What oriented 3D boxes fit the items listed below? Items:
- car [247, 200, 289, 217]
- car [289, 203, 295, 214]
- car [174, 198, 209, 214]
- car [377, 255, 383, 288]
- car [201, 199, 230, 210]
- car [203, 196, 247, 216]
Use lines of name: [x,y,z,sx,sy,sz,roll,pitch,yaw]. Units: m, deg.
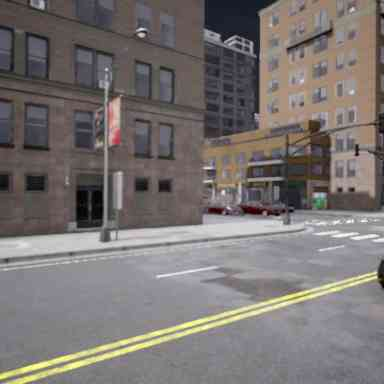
car: [6.545,1.588,32.478,1.882,1.535,5.008,1,0,-35]
car: [9.640,1.724,37.612,1.947,1.339,4.313,1,0,-35]
car: [-0.093,1.526,37.490,1.967,1.590,4.097,1,0,-35]
car: [6.247,1.611,7.895,4.181,1.385,1.994,0,0,-36]
car: [3.286,1.737,46.619,1.802,1.307,4.206,1,0,-35]
car: [3.084,1.527,32.987,1.967,1.590,4.097,1,0,-35]
